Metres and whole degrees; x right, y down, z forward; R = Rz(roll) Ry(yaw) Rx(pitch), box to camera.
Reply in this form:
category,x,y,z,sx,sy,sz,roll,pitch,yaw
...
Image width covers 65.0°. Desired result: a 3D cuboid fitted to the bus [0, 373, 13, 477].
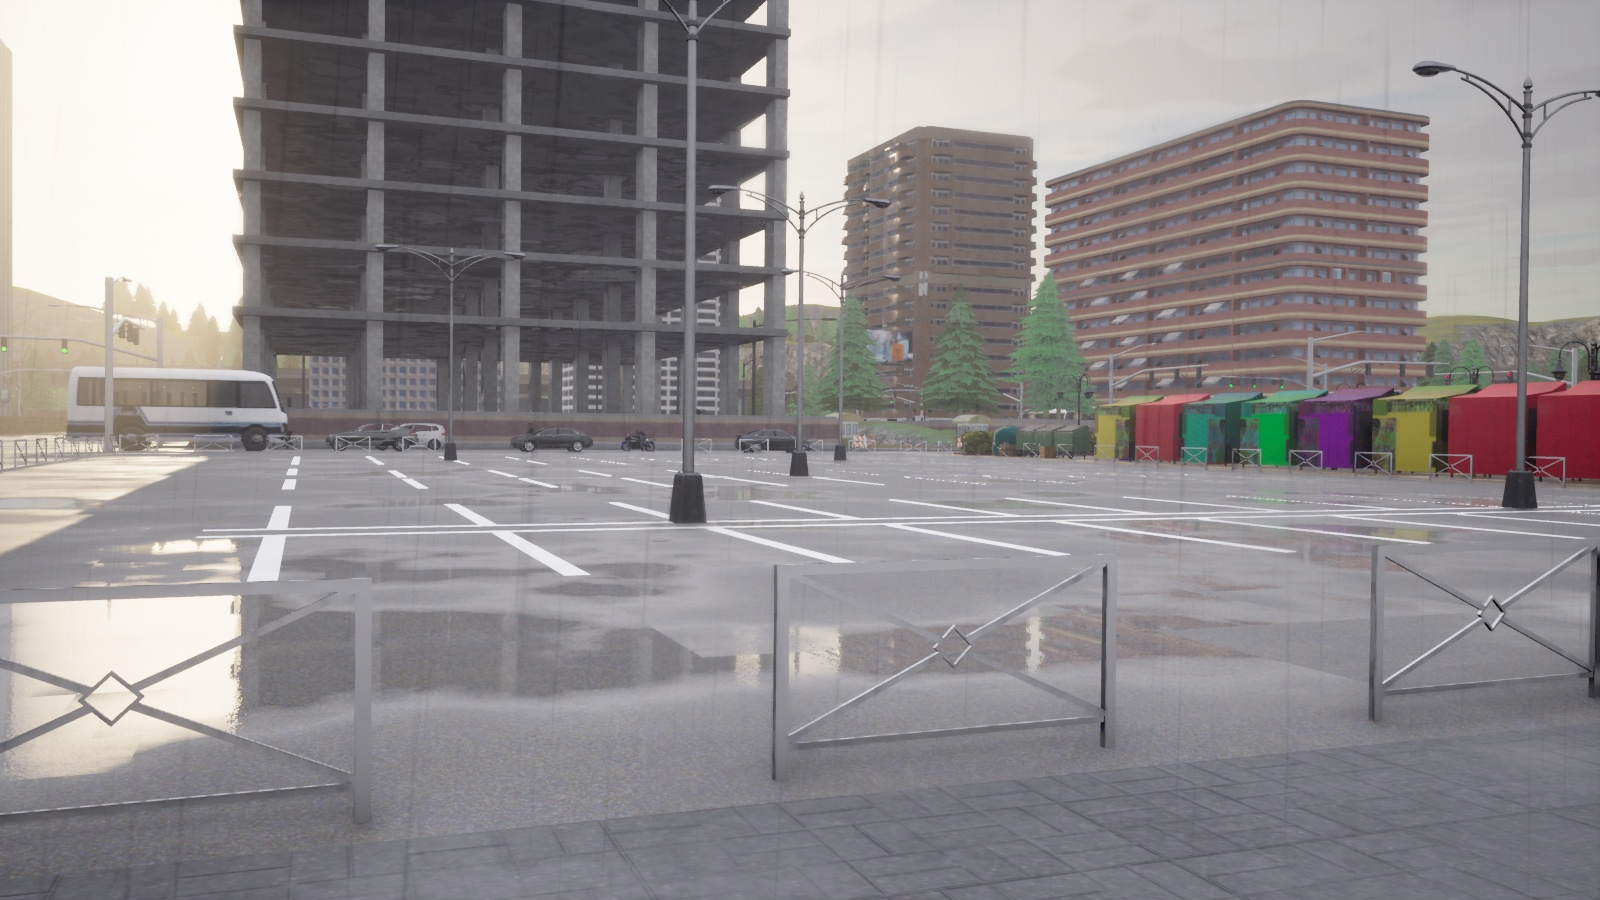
category,x,y,z,sx,sy,sz,roll,pitch,yaw
bus,-33.742,-1.009,48.837,3.944,4.253,10.273,0,1,-24

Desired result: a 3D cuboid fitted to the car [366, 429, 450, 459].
category,x,y,z,sx,sy,sz,roll,pitch,yaw
car,-23.501,-0.382,75.183,4.611,1.667,2.242,-1,1,-22

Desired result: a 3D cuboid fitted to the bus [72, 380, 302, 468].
category,x,y,z,sx,sy,sz,roll,pitch,yaw
bus,-31.201,-1.347,64.551,10.273,4.253,3.944,-1,1,-22

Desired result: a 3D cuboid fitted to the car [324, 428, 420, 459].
category,x,y,z,sx,sy,sz,roll,pitch,yaw
car,-24.227,-0.374,71.120,5.027,1.651,2.152,-1,1,-22

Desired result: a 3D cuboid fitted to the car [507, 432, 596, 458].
category,x,y,z,sx,sy,sz,roll,pitch,yaw
car,-14.821,-0.311,74.886,4.892,1.490,1.837,-1,1,-22

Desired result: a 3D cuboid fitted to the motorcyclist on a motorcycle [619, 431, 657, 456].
category,x,y,z,sx,sy,sz,roll,pitch,yaw
motorcyclist on a motorcycle,-10.375,-0.419,80.431,2.191,1.530,0.866,-1,1,-22

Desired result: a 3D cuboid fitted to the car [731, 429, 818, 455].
category,x,y,z,sx,sy,sz,roll,pitch,yaw
car,-1.552,-0.479,76.419,4.892,1.490,1.837,-1,1,-22
